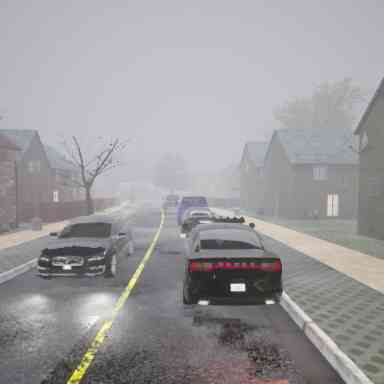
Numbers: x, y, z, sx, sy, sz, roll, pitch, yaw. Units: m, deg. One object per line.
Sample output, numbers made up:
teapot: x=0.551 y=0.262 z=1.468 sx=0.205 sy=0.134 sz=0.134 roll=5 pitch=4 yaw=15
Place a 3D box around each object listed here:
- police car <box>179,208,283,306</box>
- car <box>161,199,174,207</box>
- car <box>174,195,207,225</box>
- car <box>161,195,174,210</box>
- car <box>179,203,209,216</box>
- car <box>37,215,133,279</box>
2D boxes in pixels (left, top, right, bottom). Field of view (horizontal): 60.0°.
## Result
police car: x=0.721 y=1.425 z=8.248 sx=1.930 sy=1.638 sz=5.238 roll=0 pitch=0 yaw=-1
car: x=-4.198 y=1.814 z=56.051 sx=1.895 sy=1.301 sz=4.718 roll=0 pitch=0 yaw=-9
car: x=0.004 y=1.263 z=24.257 sx=2.150 sy=2.045 sz=5.566 roll=0 pitch=0 yaw=-4
car: x=-2.682 y=1.356 z=44.579 sx=2.150 sy=2.045 sz=5.566 roll=0 pitch=0 yaw=-7
car: x=0.354 y=1.545 z=18.197 sx=1.812 sy=1.442 sz=4.674 roll=0 pitch=0 yaw=-3
car: x=-2.977 y=1.511 z=10.166 sx=1.837 sy=1.490 sz=4.892 roll=0 pitch=0 yaw=-2
